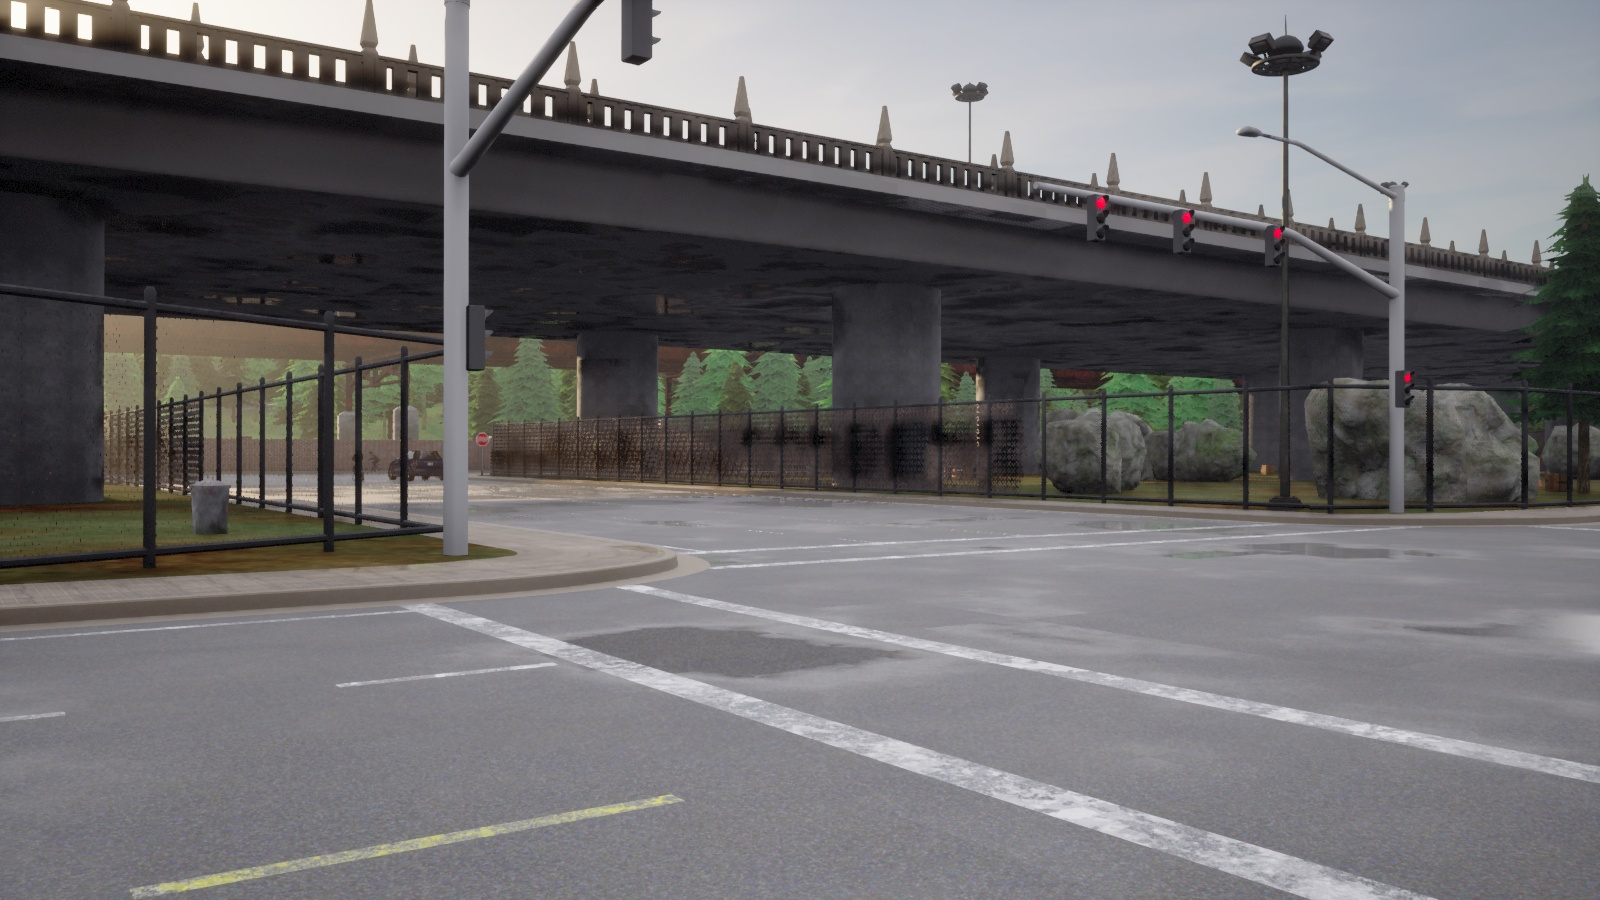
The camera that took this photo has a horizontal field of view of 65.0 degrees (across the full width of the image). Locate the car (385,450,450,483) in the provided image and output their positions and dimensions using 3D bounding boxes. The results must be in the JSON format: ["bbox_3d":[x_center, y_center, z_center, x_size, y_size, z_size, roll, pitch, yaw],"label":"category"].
[{"bbox_3d":[-21.011,0.872,68.921,2.097,1.767,4.553,0,0,-35],"label":"car"}]
